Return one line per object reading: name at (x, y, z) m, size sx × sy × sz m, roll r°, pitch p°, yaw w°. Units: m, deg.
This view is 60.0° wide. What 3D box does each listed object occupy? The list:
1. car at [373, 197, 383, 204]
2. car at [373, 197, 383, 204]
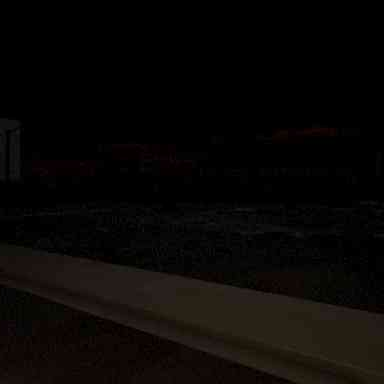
car at (37.535, 1.734, 65.320) m, size 2.038 × 1.542 × 4.974 m, roll 1°, pitch 1°, yaw 6°
car at (37.542, 1.576, 65.370) m, size 1.853 × 1.218 × 4.536 m, roll 1°, pitch 1°, yaw 6°
